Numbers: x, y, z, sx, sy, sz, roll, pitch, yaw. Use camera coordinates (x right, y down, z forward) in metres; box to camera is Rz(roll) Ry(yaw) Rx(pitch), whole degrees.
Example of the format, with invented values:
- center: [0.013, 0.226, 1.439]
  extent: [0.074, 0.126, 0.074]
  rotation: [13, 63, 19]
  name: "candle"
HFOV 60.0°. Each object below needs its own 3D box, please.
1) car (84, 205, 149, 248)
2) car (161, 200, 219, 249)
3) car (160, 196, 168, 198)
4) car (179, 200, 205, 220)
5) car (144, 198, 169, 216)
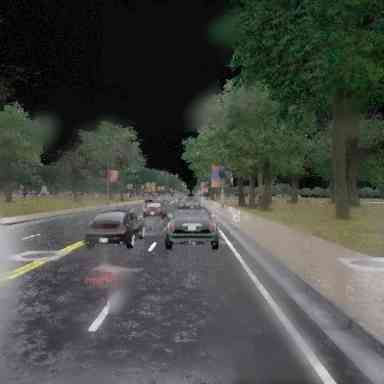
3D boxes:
- center: [-3.249, 1.525, 14.651]
  extent: [1.837, 1.490, 4.892]
  rotation: [0, 0, 0]
  name: "car"
- center: [0.000, 1.375, 14.621]
  extent: [2.097, 1.767, 4.553]
  rotation: [0, 0, 0]
  name: "car"
- center: [-6.501, 1.635, 75.993]
  extent: [2.097, 1.767, 4.553]
  rotation: [0, 0, 0]
  name: "car"
- center: [0.000, 1.535, 29.653]
  extent: [2.128, 1.511, 4.902]
  rotation: [0, 0, 0]
  name: "car"
- center: [-3.250, 1.573, 29.652]
  extent: [1.812, 1.442, 4.674]
  rotation: [0, 0, 0]
  name: "car"
